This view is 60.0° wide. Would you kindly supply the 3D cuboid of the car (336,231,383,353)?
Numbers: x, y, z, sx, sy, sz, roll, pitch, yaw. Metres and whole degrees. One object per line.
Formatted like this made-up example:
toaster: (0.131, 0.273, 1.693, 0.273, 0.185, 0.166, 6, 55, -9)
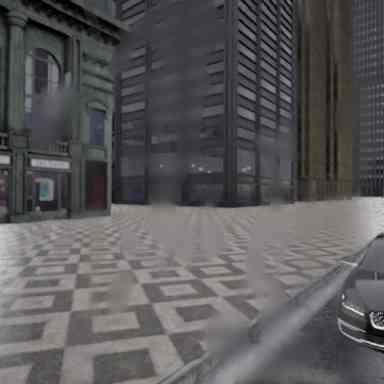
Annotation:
car: (4.000, 1.505, 5.922, 1.837, 1.490, 4.892, 0, 0, 37)
